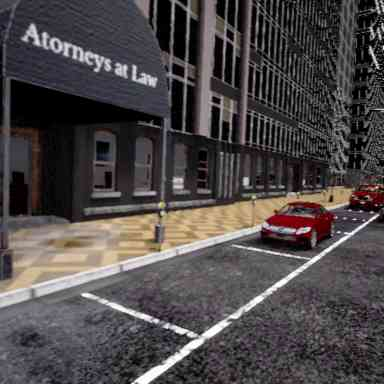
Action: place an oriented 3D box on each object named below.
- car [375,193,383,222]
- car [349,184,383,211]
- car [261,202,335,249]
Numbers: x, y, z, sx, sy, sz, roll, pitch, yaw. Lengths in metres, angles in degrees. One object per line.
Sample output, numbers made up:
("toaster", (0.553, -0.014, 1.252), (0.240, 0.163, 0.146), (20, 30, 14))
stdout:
("car", (11.737, 0.944, 18.512), (1.994, 1.385, 4.181), (5, 4, 35))
("car", (13.444, 0.360, 25.452), (2.192, 1.841, 5.009), (5, 4, 35))
("car", (3.919, 1.026, 11.849), (1.802, 1.307, 4.206), (5, 4, 35))
